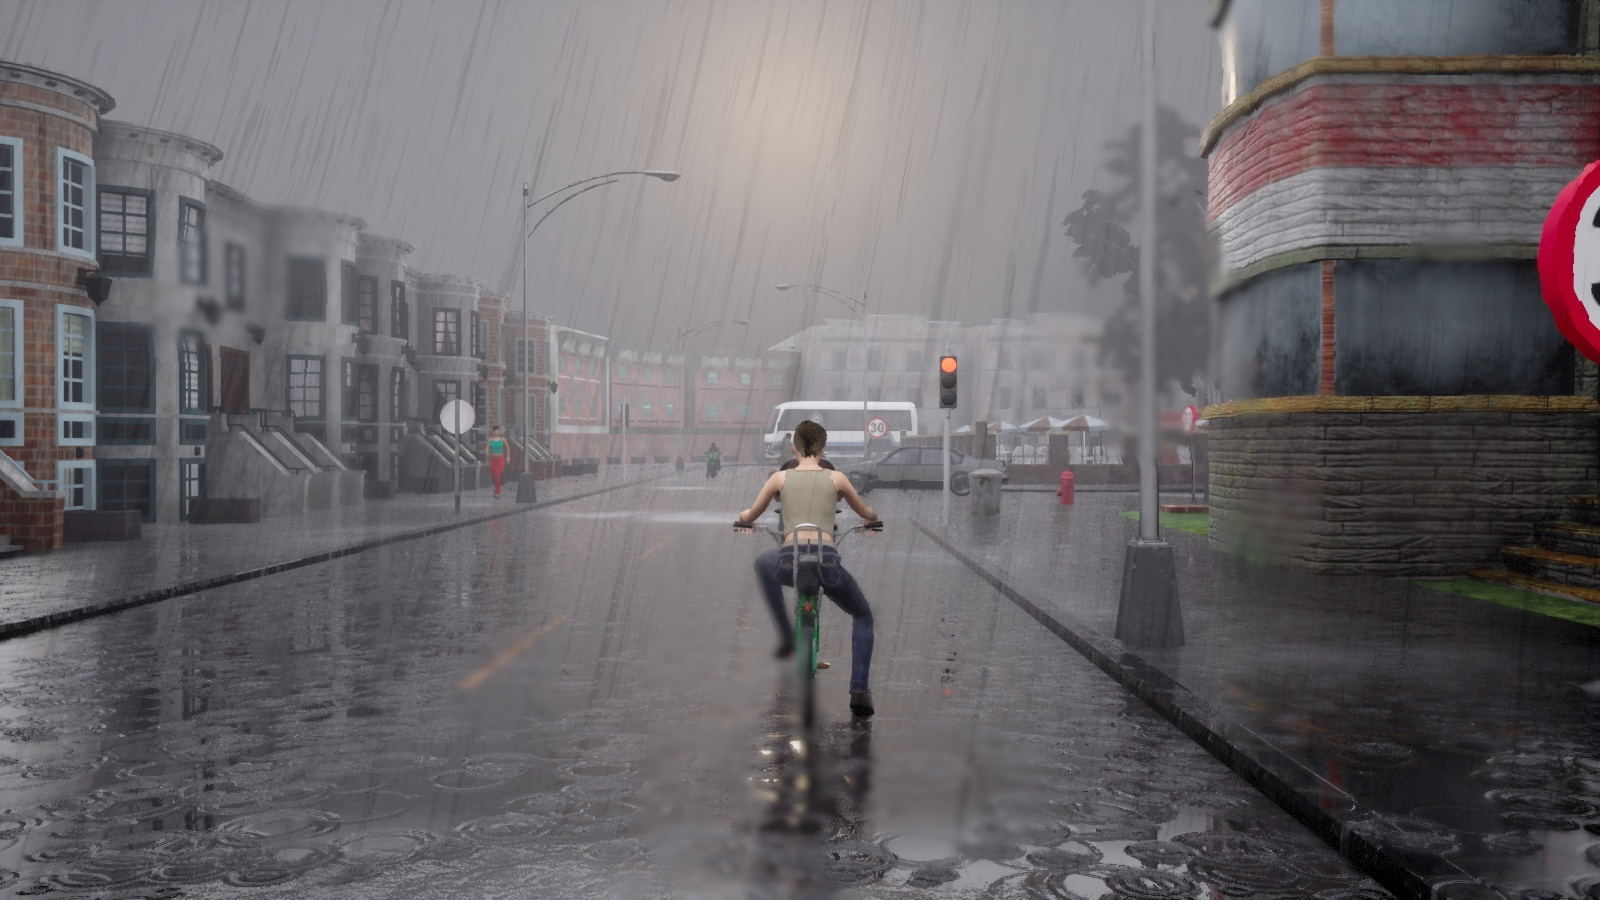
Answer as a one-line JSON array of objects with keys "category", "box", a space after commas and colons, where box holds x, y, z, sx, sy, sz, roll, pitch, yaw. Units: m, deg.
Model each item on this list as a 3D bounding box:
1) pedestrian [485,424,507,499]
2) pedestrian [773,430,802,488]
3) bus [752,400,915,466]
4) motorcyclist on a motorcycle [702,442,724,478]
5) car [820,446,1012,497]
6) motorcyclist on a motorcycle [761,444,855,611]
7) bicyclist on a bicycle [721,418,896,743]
[{"category": "pedestrian", "box": [-7.418, 0.277, 30.678, 0.345, 1.836, 0.594, 0, 0, 5]}, {"category": "pedestrian", "box": [-0.431, 0.300, 42.941, 0.873, 1.952, 0.659, 0, 0, -16]}, {"category": "bus", "box": [2.164, -1.106, 83.585, 10.273, 4.253, 3.944, 0, 1, -10]}, {"category": "motorcyclist on a motorcycle", "box": [-3.723, 0.420, 54.162, 0.797, 1.523, 2.044, 0, 0, 0]}, {"category": "car", "box": [3.385, 0.592, 36.286, 5.357, 1.411, 2.033, 0, 0, 10]}, {"category": "motorcyclist on a motorcycle", "box": [0.080, 0.710, 12.643, 0.866, 1.530, 2.191, 0, 0, 0]}, {"category": "bicyclist on a bicycle", "box": [0.047, 0.644, 6.991, 0.866, 1.612, 1.509, 0, 0, 0]}]
